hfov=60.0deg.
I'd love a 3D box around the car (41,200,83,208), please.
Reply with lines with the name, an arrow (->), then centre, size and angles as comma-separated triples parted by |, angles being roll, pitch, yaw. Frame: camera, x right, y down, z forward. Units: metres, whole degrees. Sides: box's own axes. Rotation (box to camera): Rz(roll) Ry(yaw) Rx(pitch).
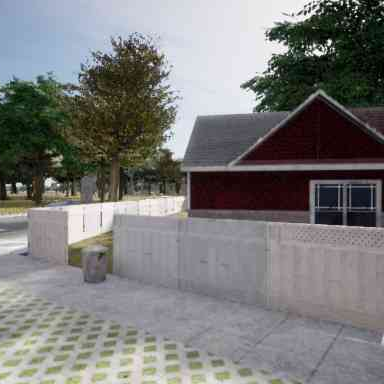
car -> -9.482, 1.371, 25.677 | 1.882, 1.535, 5.008 | 0, 0, 12
